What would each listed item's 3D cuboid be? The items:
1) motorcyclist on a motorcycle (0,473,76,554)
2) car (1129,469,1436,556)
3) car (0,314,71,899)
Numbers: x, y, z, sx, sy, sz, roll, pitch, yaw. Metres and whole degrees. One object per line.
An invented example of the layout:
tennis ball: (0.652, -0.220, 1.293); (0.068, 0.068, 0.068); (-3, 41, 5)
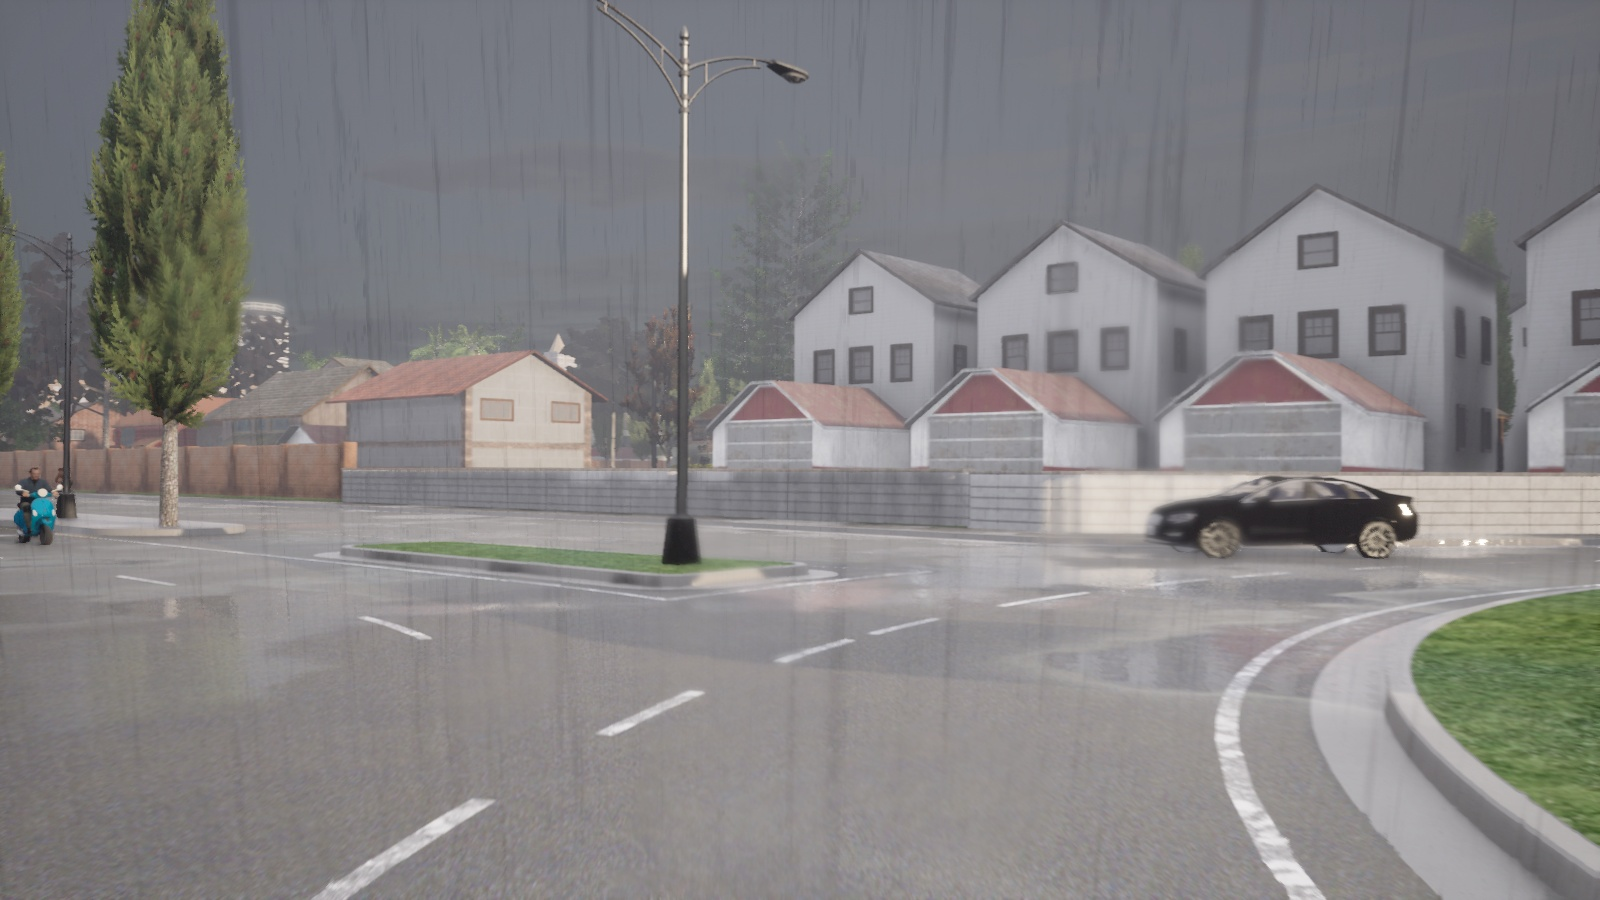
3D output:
motorcyclist on a motorcycle: (-15.663, 1.274, 25.756); (1.817, 1.590, 0.866); (-1, -1, 42)
car: (8.896, 1.120, 23.442); (4.902, 1.511, 2.128); (0, -1, -3)
car: (-3.452, 0.573, 1.380); (2.150, 2.045, 5.566); (0, -1, -1)
